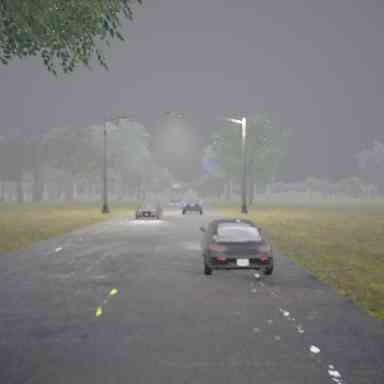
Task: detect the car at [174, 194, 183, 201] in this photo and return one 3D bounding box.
[{"bbox_3d":[-3.494,1.402,85.356,2.097,1.767,4.553,0,0,0],"label":"car"}]

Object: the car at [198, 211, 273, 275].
[{"bbox_3d":[1.226,1.529,10.305,1.812,1.442,4.674,0,0,0],"label":"car"}]

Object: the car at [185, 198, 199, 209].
[{"bbox_3d":[0.012,1.628,48.125,1.994,1.385,4.181,0,0,1],"label":"car"}]

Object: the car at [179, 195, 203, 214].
[{"bbox_3d":[0.059,1.389,35.642,2.097,1.767,4.553,0,0,0],"label":"car"}]

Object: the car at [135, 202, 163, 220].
[{"bbox_3d":[-3.594,1.586,28.285,1.994,1.385,4.181,0,0,0],"label":"car"}]

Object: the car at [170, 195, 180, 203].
[{"bbox_3d":[-3.495,1.670,69.533,1.994,1.385,4.181,0,0,0],"label":"car"}]
